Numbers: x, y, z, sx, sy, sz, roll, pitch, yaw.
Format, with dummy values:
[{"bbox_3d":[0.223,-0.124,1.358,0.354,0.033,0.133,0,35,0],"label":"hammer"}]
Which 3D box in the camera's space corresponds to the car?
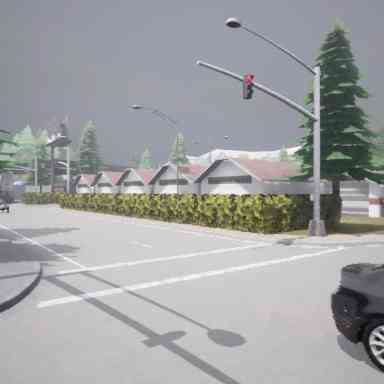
[{"bbox_3d":[3.980,1.577,3.472,1.837,1.490,4.892,0,1,-38],"label":"car"}]
